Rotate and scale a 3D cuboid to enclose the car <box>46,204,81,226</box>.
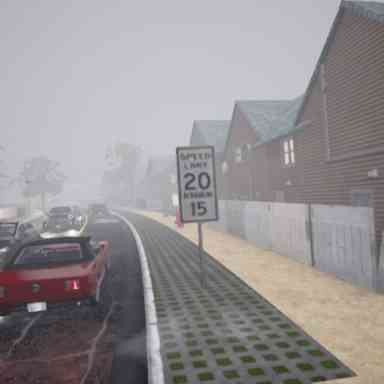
[{"bbox_3d":[-9.847,1.835,25.113,2.097,1.767,4.553,-3,0,-15],"label":"car"}]

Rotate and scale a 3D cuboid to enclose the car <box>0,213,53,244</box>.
[{"bbox_3d":[-6.766,1.810,11.849,2.128,1.511,4.902,-3,0,-12],"label":"car"}]

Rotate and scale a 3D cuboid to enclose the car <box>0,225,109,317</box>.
[{"bbox_3d":[-3.042,1.707,7.890,1.895,1.301,4.718,-3,0,-10],"label":"car"}]

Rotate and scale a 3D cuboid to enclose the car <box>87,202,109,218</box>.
[{"bbox_3d":[-10.373,2.003,37.104,1.837,1.490,4.892,-3,0,-18],"label":"car"}]
